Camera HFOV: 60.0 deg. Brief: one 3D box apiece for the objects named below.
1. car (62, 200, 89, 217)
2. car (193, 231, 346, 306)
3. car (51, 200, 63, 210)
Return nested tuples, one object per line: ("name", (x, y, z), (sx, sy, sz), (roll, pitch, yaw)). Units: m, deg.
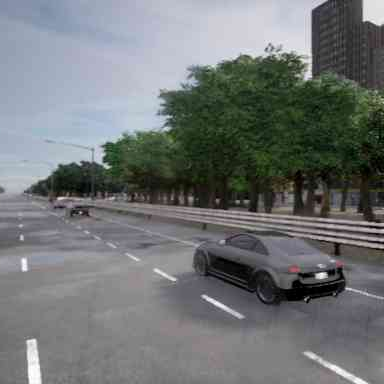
("car", (-12.012, 1.775, 34.754), (1.837, 1.490, 4.892), (1, -1, -28))
("car", (1.692, 1.678, 8.513), (1.994, 1.385, 4.181), (1, -1, -28))
("car", (-20.168, 1.910, 50.393), (2.033, 1.411, 5.357), (1, -1, -27))
